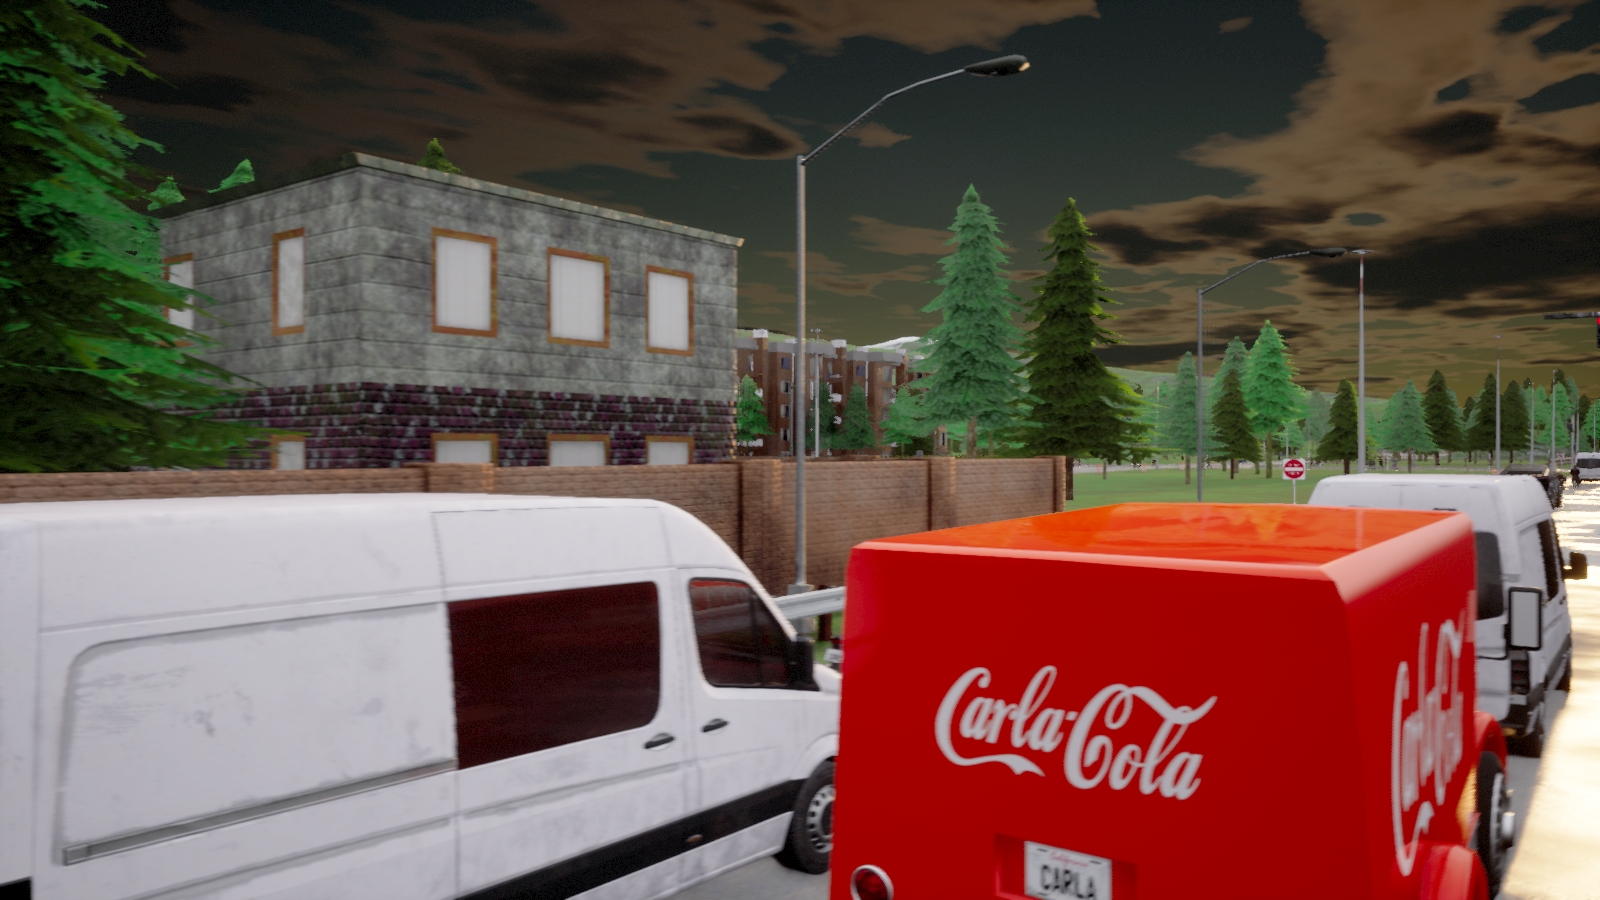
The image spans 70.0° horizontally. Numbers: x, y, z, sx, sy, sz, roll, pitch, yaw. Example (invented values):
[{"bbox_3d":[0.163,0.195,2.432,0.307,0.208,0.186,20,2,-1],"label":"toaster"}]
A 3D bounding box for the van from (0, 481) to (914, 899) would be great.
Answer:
[{"bbox_3d":[-1.752,1.532,6.644,1.988,2.561,5.915,0,0,37],"label":"van"}]

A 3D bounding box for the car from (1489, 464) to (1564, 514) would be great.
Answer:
[{"bbox_3d":[33.981,1.738,53.352,2.390,2.098,6.274,0,0,37],"label":"car"}]

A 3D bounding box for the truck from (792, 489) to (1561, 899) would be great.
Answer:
[{"bbox_3d":[2.591,1.573,6.550,2.627,2.467,5.204,0,0,37],"label":"truck"}]

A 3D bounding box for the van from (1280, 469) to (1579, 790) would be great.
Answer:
[{"bbox_3d":[7.061,1.531,12.406,1.988,2.561,5.915,0,0,37],"label":"van"}]
